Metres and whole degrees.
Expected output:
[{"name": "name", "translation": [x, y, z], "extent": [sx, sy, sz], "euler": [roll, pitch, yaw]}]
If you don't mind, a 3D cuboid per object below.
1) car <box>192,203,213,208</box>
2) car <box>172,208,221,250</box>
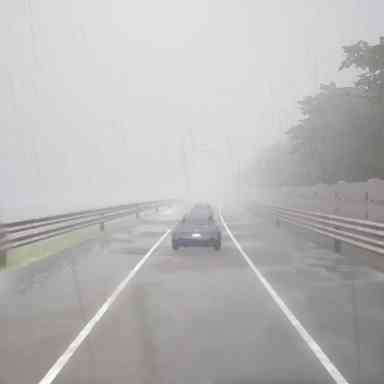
[{"name": "car", "translation": [0.896, 1.683, 29.516], "extent": [1.994, 1.385, 4.181], "euler": [0, 0, 3]}, {"name": "car", "translation": [0.224, 1.619, 14.574], "extent": [1.994, 1.385, 4.181], "euler": [0, 0, 2]}]
